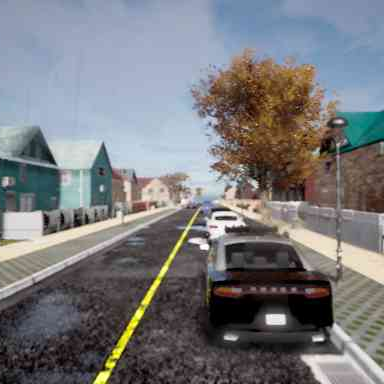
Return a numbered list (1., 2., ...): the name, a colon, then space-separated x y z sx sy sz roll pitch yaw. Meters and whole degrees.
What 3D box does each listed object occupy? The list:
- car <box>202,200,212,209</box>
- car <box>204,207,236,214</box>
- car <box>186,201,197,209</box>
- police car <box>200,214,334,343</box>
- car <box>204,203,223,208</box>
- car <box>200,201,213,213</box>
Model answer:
1. car: 2.775 2.322 61.719 1.882 1.535 5.008 -1 -1 2
2. car: 1.640 1.704 16.818 1.812 1.442 4.674 -1 -1 2
3. car: -0.031 2.395 60.492 2.033 1.411 5.357 -1 -1 2
4. police car: 1.208 1.495 6.939 1.930 1.638 5.238 -1 -1 2
5. car: 1.900 1.749 22.813 1.837 1.490 4.892 -1 -1 2
6. car: 2.063 2.117 44.724 2.033 1.411 5.357 -1 -1 3
